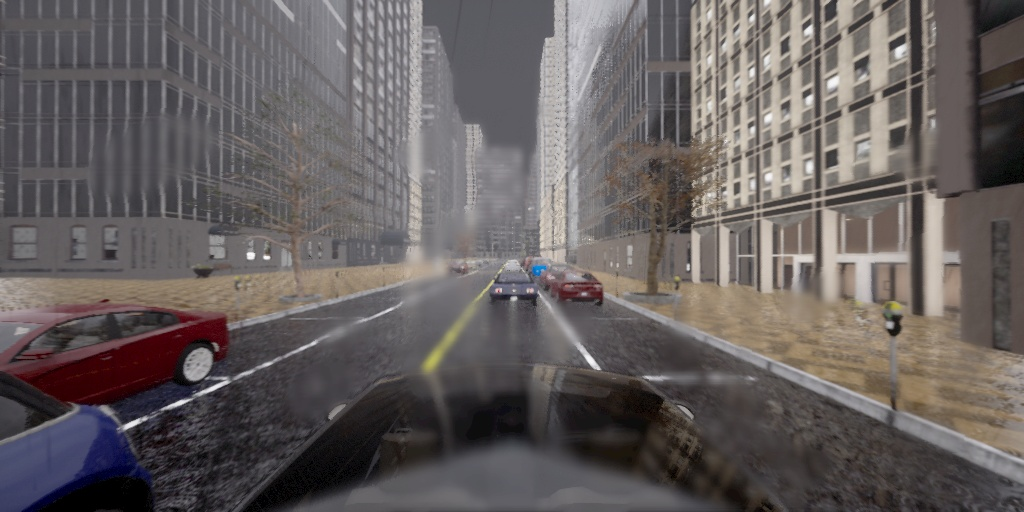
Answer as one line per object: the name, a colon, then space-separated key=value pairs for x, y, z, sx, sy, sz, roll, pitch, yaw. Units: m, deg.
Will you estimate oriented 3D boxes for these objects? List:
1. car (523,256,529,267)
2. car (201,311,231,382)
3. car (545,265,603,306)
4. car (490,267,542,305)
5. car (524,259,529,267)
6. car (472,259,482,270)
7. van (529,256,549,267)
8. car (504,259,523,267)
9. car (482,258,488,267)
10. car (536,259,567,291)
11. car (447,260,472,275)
car: x=2.678 y=1.017 z=43.792 sx=2.192 sy=1.841 sz=5.009 roll=0 pitch=0 yaw=0
car: x=-5.689 y=1.292 z=4.262 sx=1.888 sy=1.381 sz=4.507 roll=0 pitch=0 yaw=0
car: x=2.687 y=1.281 z=15.585 sx=1.888 sy=1.381 sz=4.507 roll=0 pitch=0 yaw=0
car: x=0.095 y=1.336 z=15.802 sx=1.895 sy=1.301 sz=4.718 roll=0 pitch=0 yaw=0
car: x=2.679 y=1.260 z=38.151 sx=2.007 sy=1.370 sz=4.403 roll=0 pitch=0 yaw=0
car: x=-5.705 y=1.244 z=49.405 sx=2.007 sy=1.370 sz=4.403 roll=0 pitch=0 yaw=0
van: x=2.681 y=1.058 z=32.509 sx=1.690 sy=1.789 sz=3.998 roll=0 pitch=0 yaw=0
car: x=0.088 y=1.229 z=42.674 sx=1.812 sy=1.442 sz=4.674 roll=0 pitch=0 yaw=0
car: x=-5.709 y=1.229 z=60.690 sx=2.007 sy=1.370 sz=4.403 roll=0 pitch=0 yaw=0
car: x=2.685 y=1.169 z=21.226 sx=1.967 sy=1.591 sz=4.097 roll=0 pitch=0 yaw=0
car: x=-5.701 y=1.149 z=38.119 sx=1.967 sy=1.591 sz=4.097 roll=0 pitch=0 yaw=0
